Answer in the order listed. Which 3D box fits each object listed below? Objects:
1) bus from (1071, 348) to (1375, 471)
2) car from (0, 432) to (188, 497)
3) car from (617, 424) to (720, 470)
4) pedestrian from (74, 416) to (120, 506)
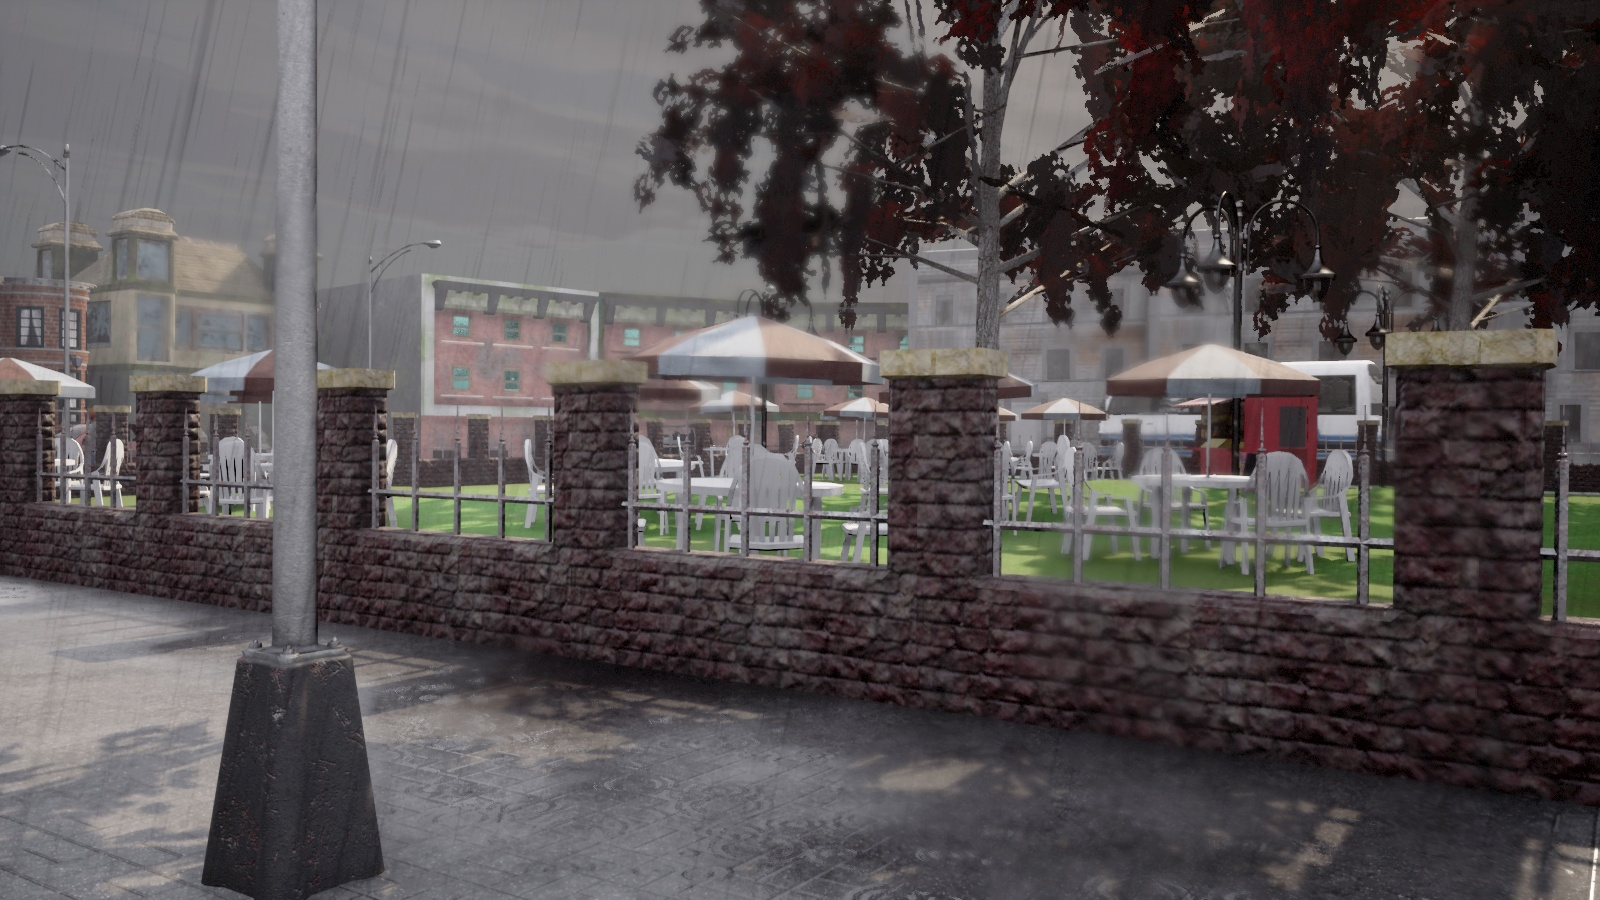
[{"bbox_3d":[15.993,-1.444,47.900,10.273,4.253,3.944,0,1,34],"label":"bus"},{"bbox_3d":[-19.005,0.337,33.948,1.851,1.617,3.988,0,1,34],"label":"car"},{"bbox_3d":[-5.538,-0.146,53.015,3.866,1.878,1.905,-1,1,-36],"label":"car"},{"bbox_3d":[-14.518,0.217,25.941,0.354,1.836,0.706,0,1,37],"label":"pedestrian"}]
